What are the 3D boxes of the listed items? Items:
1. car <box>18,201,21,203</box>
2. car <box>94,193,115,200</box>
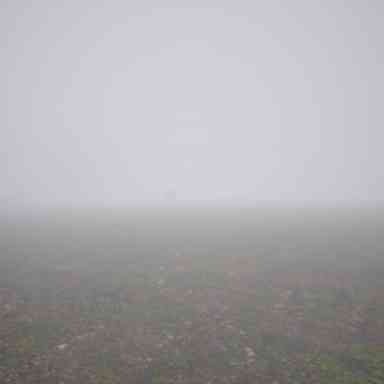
[{"bbox_3d":[-30.363,1.294,55.704,1.994,1.385,4.181,-1,0,35],"label":"car"},{"bbox_3d":[-18.830,0.902,72.038,2.097,1.767,4.553,-1,0,35],"label":"car"}]
